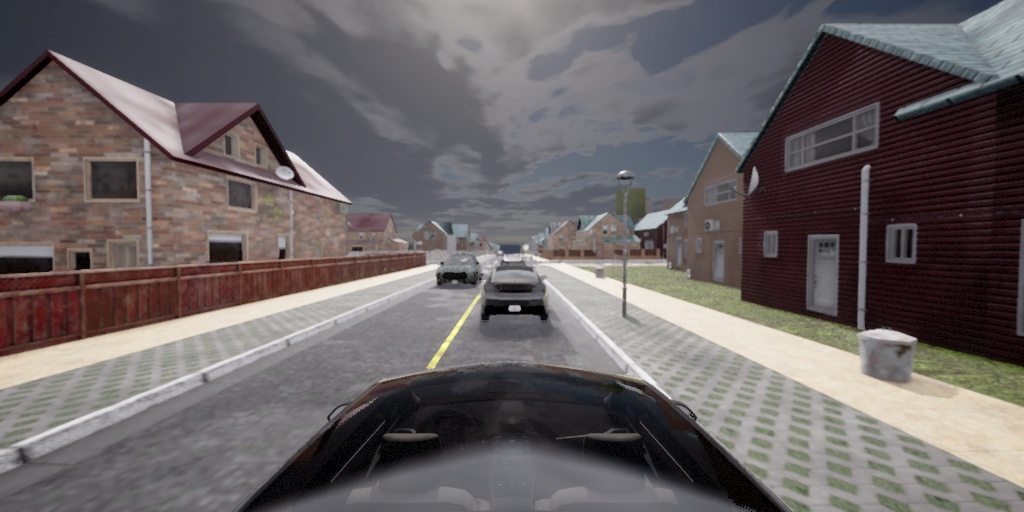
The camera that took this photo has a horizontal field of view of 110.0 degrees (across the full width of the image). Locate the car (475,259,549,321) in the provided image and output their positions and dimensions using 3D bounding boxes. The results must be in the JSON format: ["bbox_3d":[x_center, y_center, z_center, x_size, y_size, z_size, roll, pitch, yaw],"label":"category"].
[{"bbox_3d":[0.074,1.014,11.300,1.837,1.490,4.892,0,1,0],"label":"car"}]

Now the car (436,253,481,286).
[{"bbox_3d":[-2.863,0.658,20.133,2.097,1.767,4.553,0,1,0],"label":"car"}]

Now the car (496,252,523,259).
[{"bbox_3d":[0.054,0.670,25.907,2.128,1.511,4.902,0,1,0],"label":"car"}]
